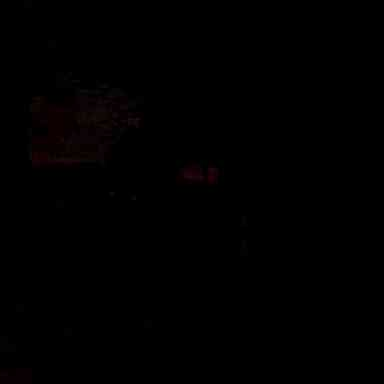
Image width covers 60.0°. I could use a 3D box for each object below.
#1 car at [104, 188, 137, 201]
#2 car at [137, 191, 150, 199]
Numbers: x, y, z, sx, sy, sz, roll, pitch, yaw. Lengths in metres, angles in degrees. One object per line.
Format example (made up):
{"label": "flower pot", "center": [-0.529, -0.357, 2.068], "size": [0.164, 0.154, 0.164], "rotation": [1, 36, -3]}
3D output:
{"label": "car", "center": [-12.084, 0.397, 54.961], "size": [2.150, 2.045, 5.566], "rotation": [2, 1, 30]}
{"label": "car", "center": [-10.051, 0.610, 65.181], "size": [1.812, 1.442, 4.674], "rotation": [2, 1, 26]}
